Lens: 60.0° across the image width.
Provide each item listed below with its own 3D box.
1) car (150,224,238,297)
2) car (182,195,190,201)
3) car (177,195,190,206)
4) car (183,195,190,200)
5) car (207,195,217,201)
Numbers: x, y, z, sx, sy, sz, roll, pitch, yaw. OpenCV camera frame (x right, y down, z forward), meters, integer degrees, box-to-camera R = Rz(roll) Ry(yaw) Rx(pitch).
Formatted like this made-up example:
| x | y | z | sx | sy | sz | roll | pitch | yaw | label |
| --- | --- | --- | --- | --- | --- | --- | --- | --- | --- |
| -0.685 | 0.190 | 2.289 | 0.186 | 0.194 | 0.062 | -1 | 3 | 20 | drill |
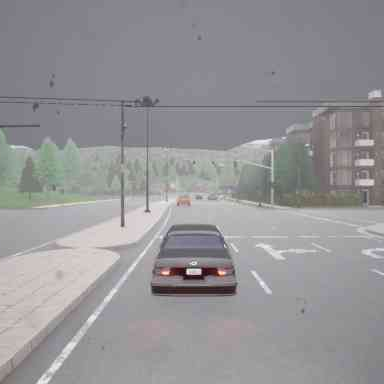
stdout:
| x | y | z | sx | sy | sz | roll | pitch | yaw | label |
| --- | --- | --- | --- | --- | --- | --- | --- | --- | --- |
| 0.041 | 1.547 | 8.768 | 2.033 | 1.411 | 5.357 | 0 | 0 | 0 | car |
| -1.532 | 1.523 | 85.338 | 1.812 | 1.442 | 4.674 | 0 | 0 | 0 | car |
| -1.364 | 1.352 | 54.513 | 2.097 | 1.767 | 4.553 | 0 | 0 | -1 | car |
| -1.557 | 1.571 | 95.653 | 1.895 | 1.301 | 4.718 | 0 | 0 | 0 | car |
| 5.467 | 1.539 | 85.385 | 2.033 | 1.411 | 5.357 | 0 | 0 | 0 | car |
